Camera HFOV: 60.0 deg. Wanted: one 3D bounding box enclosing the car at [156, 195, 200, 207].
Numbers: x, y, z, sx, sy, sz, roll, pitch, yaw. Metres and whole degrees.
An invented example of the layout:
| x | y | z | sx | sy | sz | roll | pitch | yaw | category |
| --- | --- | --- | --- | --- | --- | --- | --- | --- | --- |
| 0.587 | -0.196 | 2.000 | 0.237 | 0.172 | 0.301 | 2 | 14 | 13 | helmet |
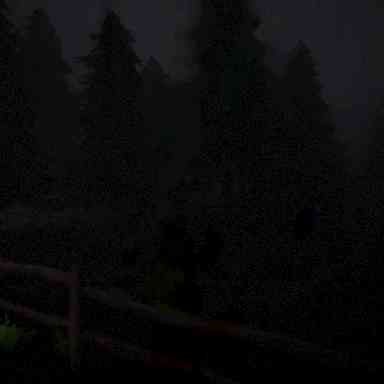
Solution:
| x | y | z | sx | sy | sz | roll | pitch | yaw | category |
| --- | --- | --- | --- | --- | --- | --- | --- | --- | --- |
| -1.799 | 1.375 | 39.223 | 5.566 | 2.045 | 2.150 | 0 | 0 | -11 | car |
